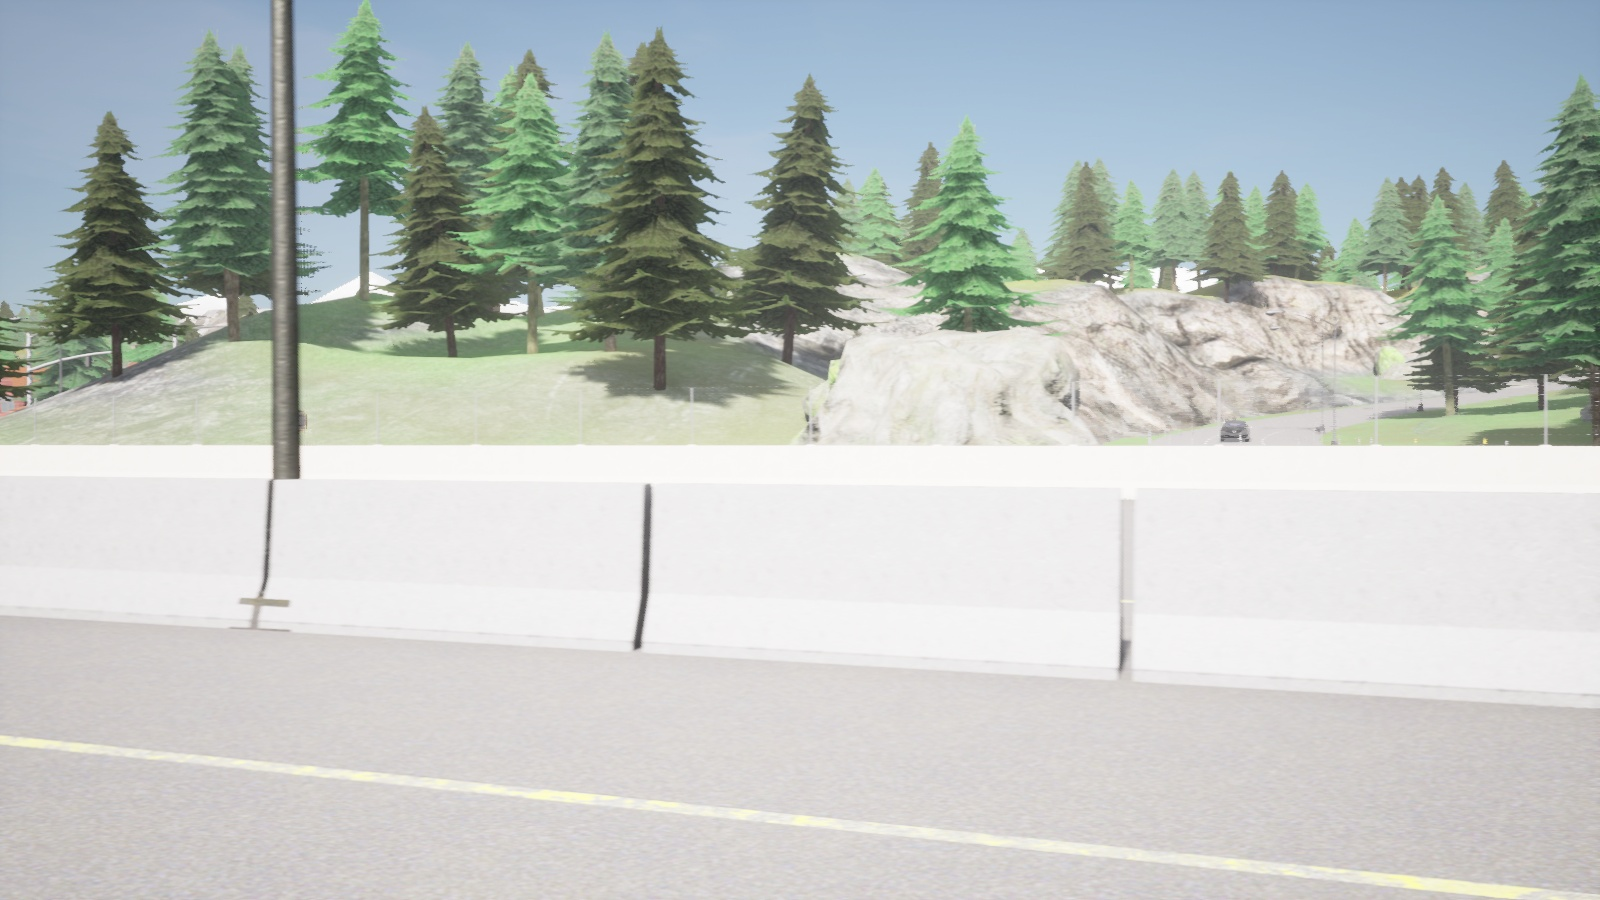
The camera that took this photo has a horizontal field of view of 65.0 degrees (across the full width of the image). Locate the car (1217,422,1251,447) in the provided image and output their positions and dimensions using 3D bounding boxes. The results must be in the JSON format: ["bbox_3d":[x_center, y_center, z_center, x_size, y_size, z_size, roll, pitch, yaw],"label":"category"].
[{"bbox_3d":[29.148,-1.094,84.234,2.033,1.411,5.357,1,4,21],"label":"car"}]
